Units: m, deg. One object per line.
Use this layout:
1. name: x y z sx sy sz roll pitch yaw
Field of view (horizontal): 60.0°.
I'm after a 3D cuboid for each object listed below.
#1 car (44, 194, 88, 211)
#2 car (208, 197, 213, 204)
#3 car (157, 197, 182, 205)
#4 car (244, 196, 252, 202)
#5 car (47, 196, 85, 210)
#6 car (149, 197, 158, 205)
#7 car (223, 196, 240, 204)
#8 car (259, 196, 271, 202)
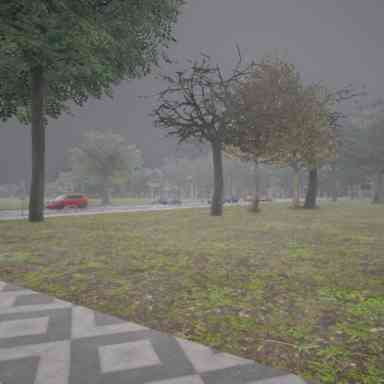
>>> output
1. car: -16.157 1.294 43.130 2.150 2.045 5.566 -1 0 36
2. car: 4.906 1.670 66.880 1.994 1.385 4.181 -1 -1 35
3. car: -3.729 1.681 60.496 1.994 1.385 4.181 -1 -1 35
4. car: 14.008 1.677 79.890 1.812 1.442 4.674 -1 -1 35
5. car: -17.646 1.468 46.645 2.097 1.767 4.553 -1 -1 35
6. car: -6.128 1.653 62.725 2.128 1.511 4.902 -1 -1 35
7. car: 7.565 1.576 65.009 1.837 1.490 4.892 -1 -1 35
8. car: 17.262 1.673 78.860 1.994 1.385 4.181 -1 -1 35
